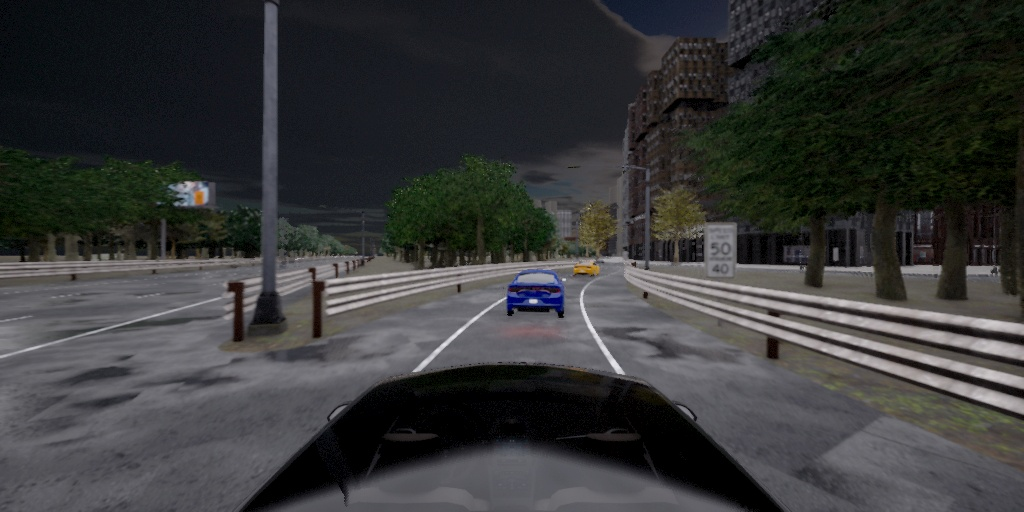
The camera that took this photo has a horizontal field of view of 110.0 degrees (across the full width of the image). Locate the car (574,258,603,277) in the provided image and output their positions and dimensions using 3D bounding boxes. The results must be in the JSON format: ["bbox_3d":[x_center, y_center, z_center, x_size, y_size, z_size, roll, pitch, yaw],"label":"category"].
[{"bbox_3d":[7.509,1.246,35.791,1.882,1.535,5.008,0,0,23],"label":"car"}]

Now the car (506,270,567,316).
[{"bbox_3d":[1.000,1.242,13.426,1.882,1.535,5.008,0,0,8],"label":"car"}]
